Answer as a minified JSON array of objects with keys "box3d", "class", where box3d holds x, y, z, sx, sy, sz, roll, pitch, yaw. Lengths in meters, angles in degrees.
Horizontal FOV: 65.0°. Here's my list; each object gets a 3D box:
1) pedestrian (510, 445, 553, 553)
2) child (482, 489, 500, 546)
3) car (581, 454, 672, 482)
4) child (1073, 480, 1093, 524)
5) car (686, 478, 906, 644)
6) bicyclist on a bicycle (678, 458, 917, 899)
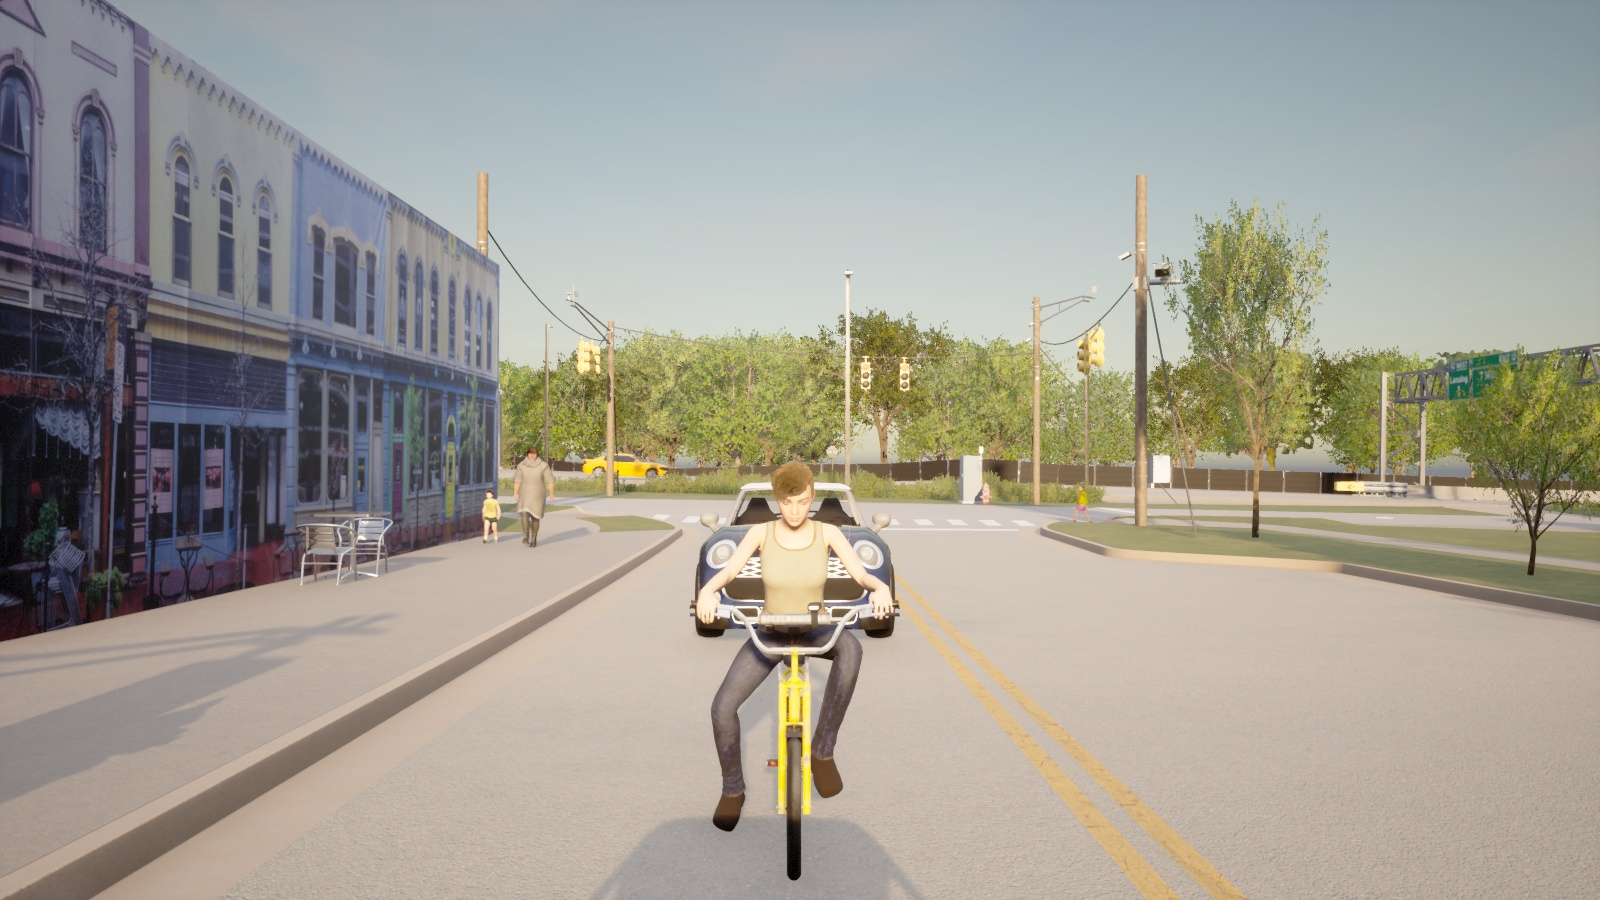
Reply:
[{"box3d":[-4.924,0.885,23.073,0.659,1.952,0.873,0,-1,-4],"class":"pedestrian"},{"box3d":[-6.087,1.323,24.764,0.255,1.110,0.394,0,-1,2],"class":"child"},{"box3d":[-10.106,1.050,73.352,5.008,1.535,1.882,1,-1,0],"class":"car"},{"box3d":[7.521,1.370,33.363,0.473,1.160,0.299,0,-1,8],"class":"child"},{"box3d":[-0.039,1.037,13.186,1.970,1.475,3.806,0,-1,0],"class":"car"},{"box3d":[-0.017,0.853,5.334,0.866,1.612,1.509,0,-1,-1],"class":"bicyclist on a bicycle"}]
